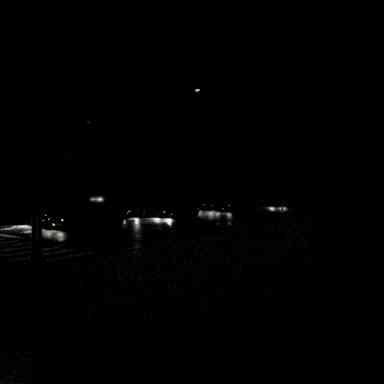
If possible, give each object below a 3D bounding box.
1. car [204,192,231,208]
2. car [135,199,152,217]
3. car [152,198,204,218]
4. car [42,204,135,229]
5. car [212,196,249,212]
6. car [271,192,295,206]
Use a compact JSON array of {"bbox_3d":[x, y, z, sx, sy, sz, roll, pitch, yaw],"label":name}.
[{"bbox_3d":[2.952,1.078,40.361,2.150,2.045,5.566,0,1,36],"label":"car"},{"bbox_3d":[-3.999,1.416,30.547,1.837,1.490,4.892,0,0,35],"label":"car"},{"bbox_3d":[-1.146,1.467,28.968,1.994,1.385,4.181,0,0,35],"label":"car"},{"bbox_3d":[-6.476,1.489,21.420,2.033,1.411,5.357,0,0,35],"label":"car"},{"bbox_3d":[4.536,1.462,36.982,1.895,1.301,4.718,0,0,36],"label":"car"},{"bbox_3d":[13.675,1.070,49.728,2.150,2.045,5.566,0,0,35],"label":"car"}]
